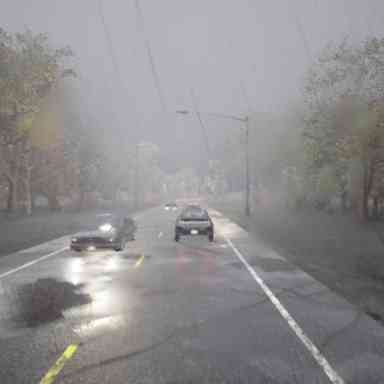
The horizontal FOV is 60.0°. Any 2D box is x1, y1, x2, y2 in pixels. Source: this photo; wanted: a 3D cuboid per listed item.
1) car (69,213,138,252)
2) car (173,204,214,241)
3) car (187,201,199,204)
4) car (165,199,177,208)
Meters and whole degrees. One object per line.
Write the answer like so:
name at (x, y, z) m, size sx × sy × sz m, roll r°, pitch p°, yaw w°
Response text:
car at (-3.596, 1.644, 14.610) m, size 2.033 × 1.411 × 5.357 m, roll 0°, pitch 0°, yaw 0°
car at (0.103, 1.608, 17.482) m, size 2.128 × 1.511 × 4.902 m, roll 0°, pitch 0°, yaw 0°
car at (0.107, 1.780, 38.437) m, size 1.812 × 1.442 × 4.674 m, roll 0°, pitch 0°, yaw 0°
car at (-3.508, 1.929, 57.674) m, size 2.033 × 1.411 × 5.357 m, roll 0°, pitch 0°, yaw 1°
